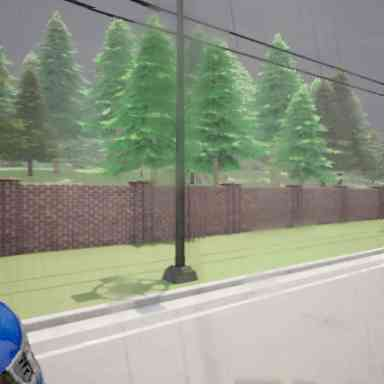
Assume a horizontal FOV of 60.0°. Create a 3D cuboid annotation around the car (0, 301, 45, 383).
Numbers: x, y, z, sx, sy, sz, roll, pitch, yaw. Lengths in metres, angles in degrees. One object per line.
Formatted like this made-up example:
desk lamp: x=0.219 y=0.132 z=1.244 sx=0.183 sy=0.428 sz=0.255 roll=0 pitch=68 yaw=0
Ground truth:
car: x=-3.546 y=1.222 z=1.217 sx=5.566 sy=2.045 sz=2.150 roll=0 pitch=0 yaw=-35
